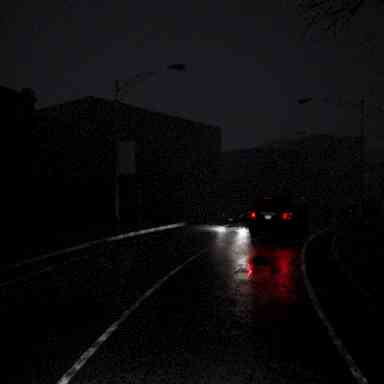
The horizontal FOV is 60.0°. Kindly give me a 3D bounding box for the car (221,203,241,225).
[{"bbox_3d":[3.741,1.463,22.948,1.812,1.442,4.674,1,0,34],"label":"car"}]

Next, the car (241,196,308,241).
[{"bbox_3d":[4.534,1.210,17.078,2.150,2.045,5.566,1,0,26],"label":"car"}]

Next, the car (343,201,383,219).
[{"bbox_3d":[16.017,1.576,30.986,5.008,1.535,1.882,1,0,-38],"label":"car"}]
